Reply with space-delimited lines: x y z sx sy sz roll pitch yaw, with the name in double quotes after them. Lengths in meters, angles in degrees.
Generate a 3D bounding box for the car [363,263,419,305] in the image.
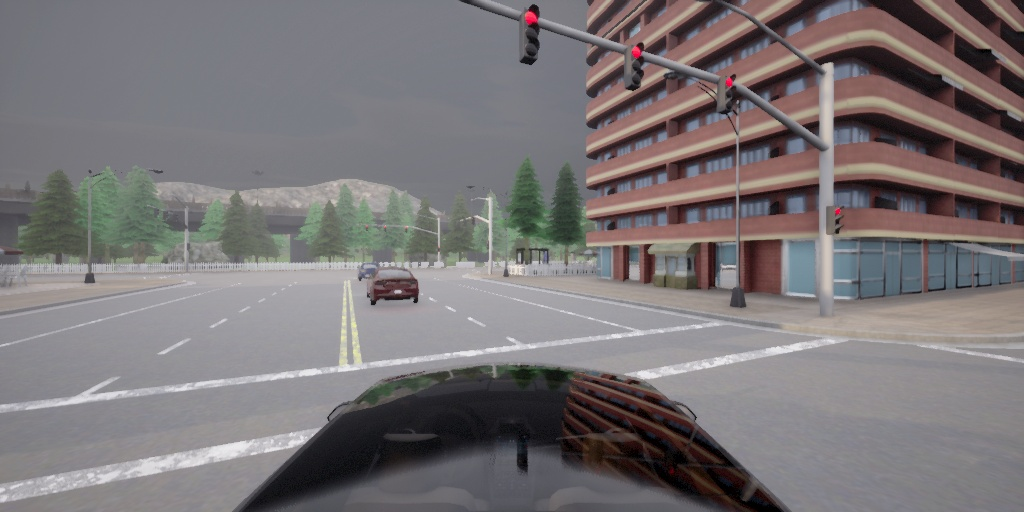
-5.462 1.233 16.145 1.882 1.535 5.008 0 0 -25 "car"

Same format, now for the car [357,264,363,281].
-11.768 1.281 29.756 1.812 1.442 4.674 0 0 -25 "car"
